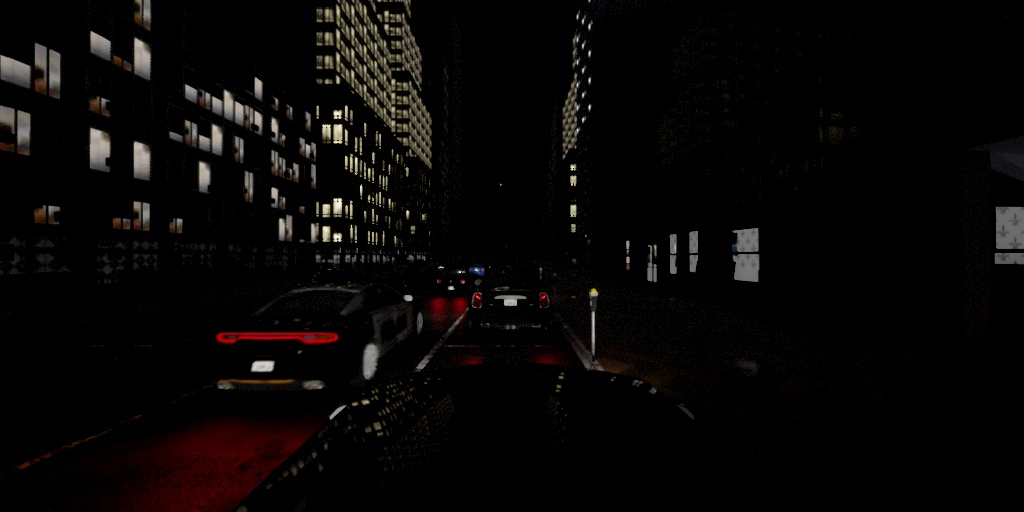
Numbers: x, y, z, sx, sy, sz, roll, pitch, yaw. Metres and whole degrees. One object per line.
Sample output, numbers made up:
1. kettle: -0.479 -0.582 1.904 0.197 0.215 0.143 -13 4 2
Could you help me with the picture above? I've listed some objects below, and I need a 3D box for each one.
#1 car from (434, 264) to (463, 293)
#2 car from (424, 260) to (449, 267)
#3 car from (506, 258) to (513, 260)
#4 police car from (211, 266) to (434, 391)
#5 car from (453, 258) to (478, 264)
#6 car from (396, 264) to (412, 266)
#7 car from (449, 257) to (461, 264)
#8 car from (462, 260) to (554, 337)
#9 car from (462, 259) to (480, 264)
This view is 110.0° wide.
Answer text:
1. car: -3.104 1.347 20.631 1.895 1.301 4.718 0 0 1
2. car: -8.836 1.286 40.419 2.007 1.370 4.403 0 0 0
3. car: -0.455 1.298 46.099 1.948 1.339 4.313 0 0 0
4. police car: -3.147 1.174 7.108 1.930 1.638 5.238 0 0 0
5. car: -6.173 1.278 48.224 2.033 1.411 5.357 0 0 1
6. car: -8.835 1.325 29.033 1.802 1.307 4.207 0 0 0
7. car: -8.836 1.273 51.803 1.888 1.381 4.507 0 0 0
8. car: -0.032 1.102 10.469 2.097 1.767 4.553 0 0 0
9. car: -3.119 1.287 34.075 2.033 1.411 5.357 0 0 1
